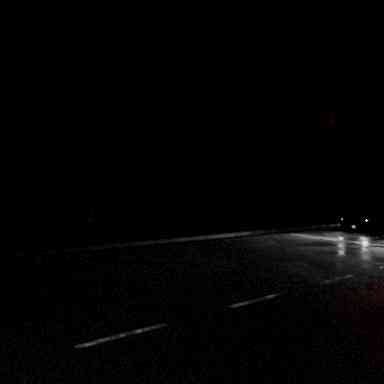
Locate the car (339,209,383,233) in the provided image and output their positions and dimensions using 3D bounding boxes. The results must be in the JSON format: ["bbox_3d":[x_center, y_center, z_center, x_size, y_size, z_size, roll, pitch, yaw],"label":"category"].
[{"bbox_3d":[11.160,1.708,20.569,4.718,1.301,1.895,0,0,-36],"label":"car"}]
